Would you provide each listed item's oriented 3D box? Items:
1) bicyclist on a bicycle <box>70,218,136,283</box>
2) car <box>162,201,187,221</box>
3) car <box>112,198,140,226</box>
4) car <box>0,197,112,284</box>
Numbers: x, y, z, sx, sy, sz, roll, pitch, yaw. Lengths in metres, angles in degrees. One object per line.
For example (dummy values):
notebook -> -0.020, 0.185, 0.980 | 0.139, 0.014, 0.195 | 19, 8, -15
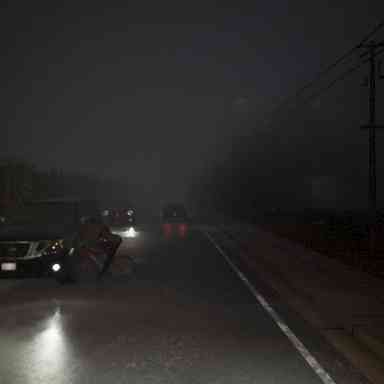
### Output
bicyclist on a bicycle -> -2.234, 1.453, 8.205 | 1.656, 1.620, 0.582 | -2, 0, -3
car -> -1.433, 1.491, 27.536 | 2.128, 1.511, 4.902 | 0, 0, -3
car -> -4.853, 1.352, 23.219 | 2.097, 1.767, 4.553 | 0, 0, -3
car -> -4.083, 1.217, 9.887 | 2.150, 2.045, 5.566 | 0, 1, -3
